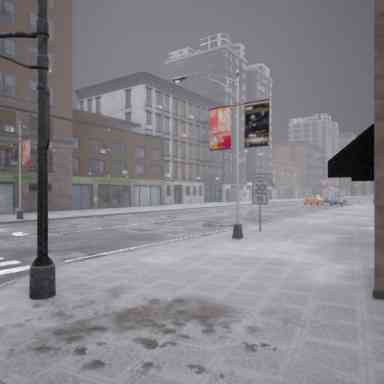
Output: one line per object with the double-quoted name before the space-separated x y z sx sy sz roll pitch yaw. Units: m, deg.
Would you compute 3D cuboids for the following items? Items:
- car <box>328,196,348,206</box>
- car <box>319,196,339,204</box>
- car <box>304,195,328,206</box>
"car" 22.704 1.376 51.482 2.033 1.411 5.357 0 0 34
"car" 24.864 1.373 60.288 2.033 1.411 5.357 0 0 37
"car" 19.276 1.181 52.265 2.097 1.767 4.553 0 0 35
